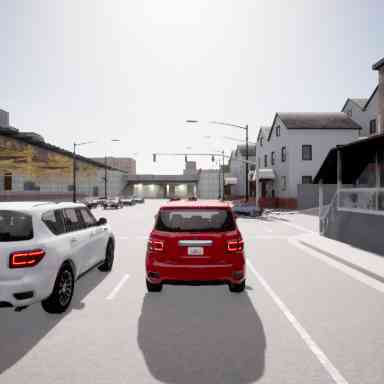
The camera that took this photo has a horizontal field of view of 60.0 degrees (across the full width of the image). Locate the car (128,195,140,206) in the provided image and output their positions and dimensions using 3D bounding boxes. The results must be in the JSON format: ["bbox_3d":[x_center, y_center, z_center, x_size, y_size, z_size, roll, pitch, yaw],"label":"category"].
[{"bbox_3d":[-10.464,1.547,54.409,2.033,1.411,5.357,0,0,0],"label":"car"}]

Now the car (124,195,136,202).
[{"bbox_3d":[-13.826,1.490,74.174,1.837,1.490,4.892,0,0,0],"label":"car"}]

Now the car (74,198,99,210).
[{"bbox_3d":[-13.996,1.564,44.248,1.994,1.385,4.181,0,0,0],"label":"car"}]

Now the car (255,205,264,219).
[{"bbox_3d":[4.407,1.610,29.976,4.181,1.385,1.994,2,0,18],"label":"car"}]

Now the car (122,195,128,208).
[{"bbox_3d":[-10.495,1.491,44.660,2.128,1.511,4.902,0,0,0],"label":"car"}]

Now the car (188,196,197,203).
[{"bbox_3d":[0.160,1.503,69.203,1.837,1.490,4.892,0,0,0],"label":"car"}]

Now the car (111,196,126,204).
[{"bbox_3d":[-13.898,1.504,63.343,1.837,1.490,4.892,0,0,0],"label":"car"}]

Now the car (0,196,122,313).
[{"bbox_3d":[-3.409,1.221,7.786,2.150,2.045,5.566,0,0,1],"label":"car"}]

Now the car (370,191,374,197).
[{"bbox_3d":[18.163,-0.631,28.820,5.566,2.045,2.150,-22,0,-1],"label":"car"}]

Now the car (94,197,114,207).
[{"bbox_3d":[-13.965,1.526,52.989,1.812,1.442,4.674,0,0,0],"label":"car"}]

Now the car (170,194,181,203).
[{"bbox_3d":[-3.338,1.352,69.181,2.097,1.767,4.553,0,0,0],"label":"car"}]

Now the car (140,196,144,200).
[{"bbox_3d":[-10.385,1.547,64.698,2.033,1.411,5.357,0,0,0],"label":"car"}]

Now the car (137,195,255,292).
[{"bbox_3d":[0.099,1.221,9.049,2.150,2.045,5.566,0,0,1],"label":"car"}]
